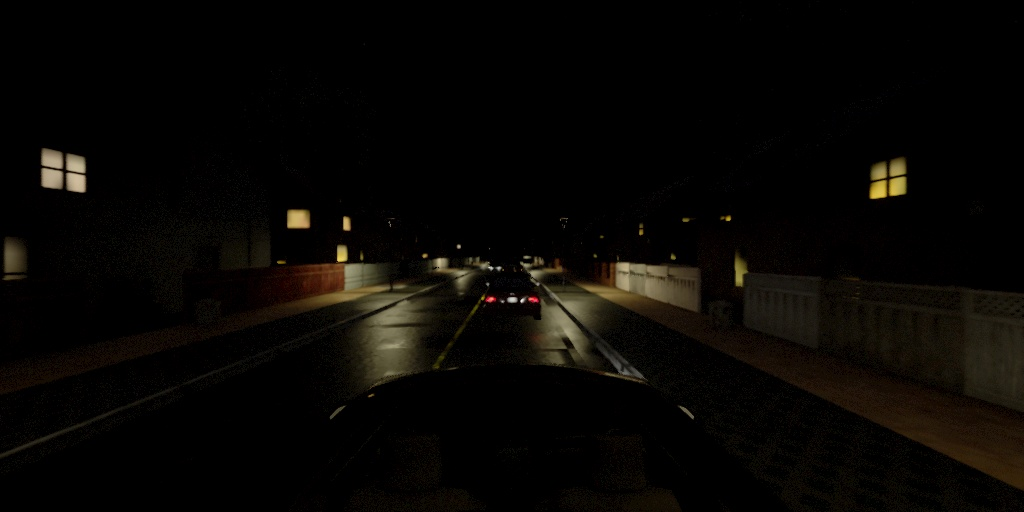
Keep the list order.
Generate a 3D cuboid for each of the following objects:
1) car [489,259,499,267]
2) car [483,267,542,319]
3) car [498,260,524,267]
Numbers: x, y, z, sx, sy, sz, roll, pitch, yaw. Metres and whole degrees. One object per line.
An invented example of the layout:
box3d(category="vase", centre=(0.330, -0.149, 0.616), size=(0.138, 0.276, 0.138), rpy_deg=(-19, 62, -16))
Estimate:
box3d(category="car", centre=(-2.783, 1.161, 60.855), size=(2.033, 1.411, 5.357), rpy_deg=(0, 0, 1))
box3d(category="car", centre=(0.024, 1.274, 12.571), size=(2.033, 1.411, 5.357), rpy_deg=(0, 0, 0))
box3d(category="car", centre=(0.054, 1.212, 30.454), size=(1.812, 1.442, 4.674), rpy_deg=(0, 0, 1))
